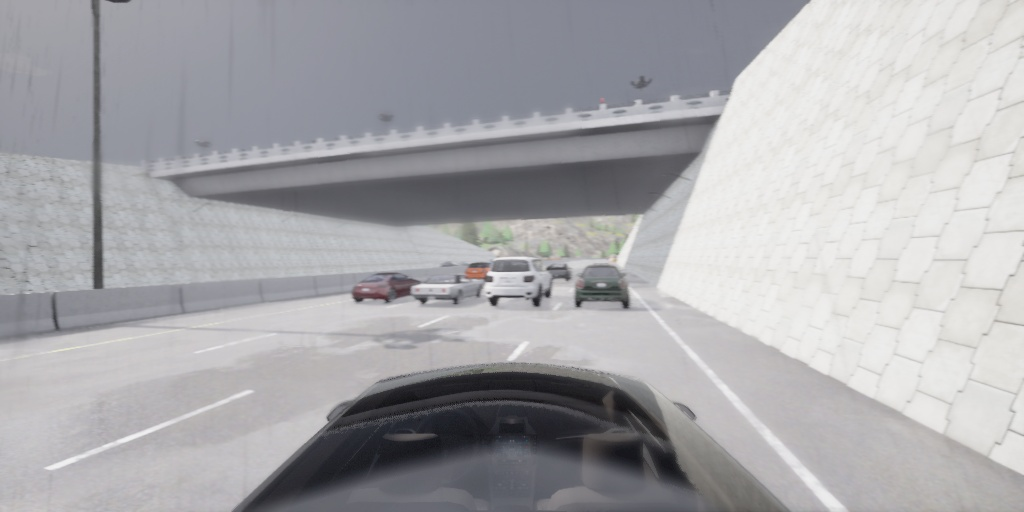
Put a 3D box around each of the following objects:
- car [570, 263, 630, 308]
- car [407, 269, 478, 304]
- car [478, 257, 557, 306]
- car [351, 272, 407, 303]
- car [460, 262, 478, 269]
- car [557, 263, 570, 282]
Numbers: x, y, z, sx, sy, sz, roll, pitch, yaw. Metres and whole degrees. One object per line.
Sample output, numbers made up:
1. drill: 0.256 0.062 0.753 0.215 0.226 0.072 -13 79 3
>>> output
1. car: 3.906 1.140 15.678 2.097 1.767 4.553 -1 -1 14
2. car: -2.879 1.502 17.383 1.895 1.301 4.718 -1 0 14
3. car: 0.492 1.062 16.466 2.150 2.045 5.566 -1 0 14
4. car: -6.222 1.522 18.434 1.994 1.385 4.181 -1 0 14
5. car: -2.680 1.356 32.762 2.097 1.767 4.553 -1 -1 14
6. car: 4.168 1.388 31.281 2.128 1.511 4.902 -1 0 14
